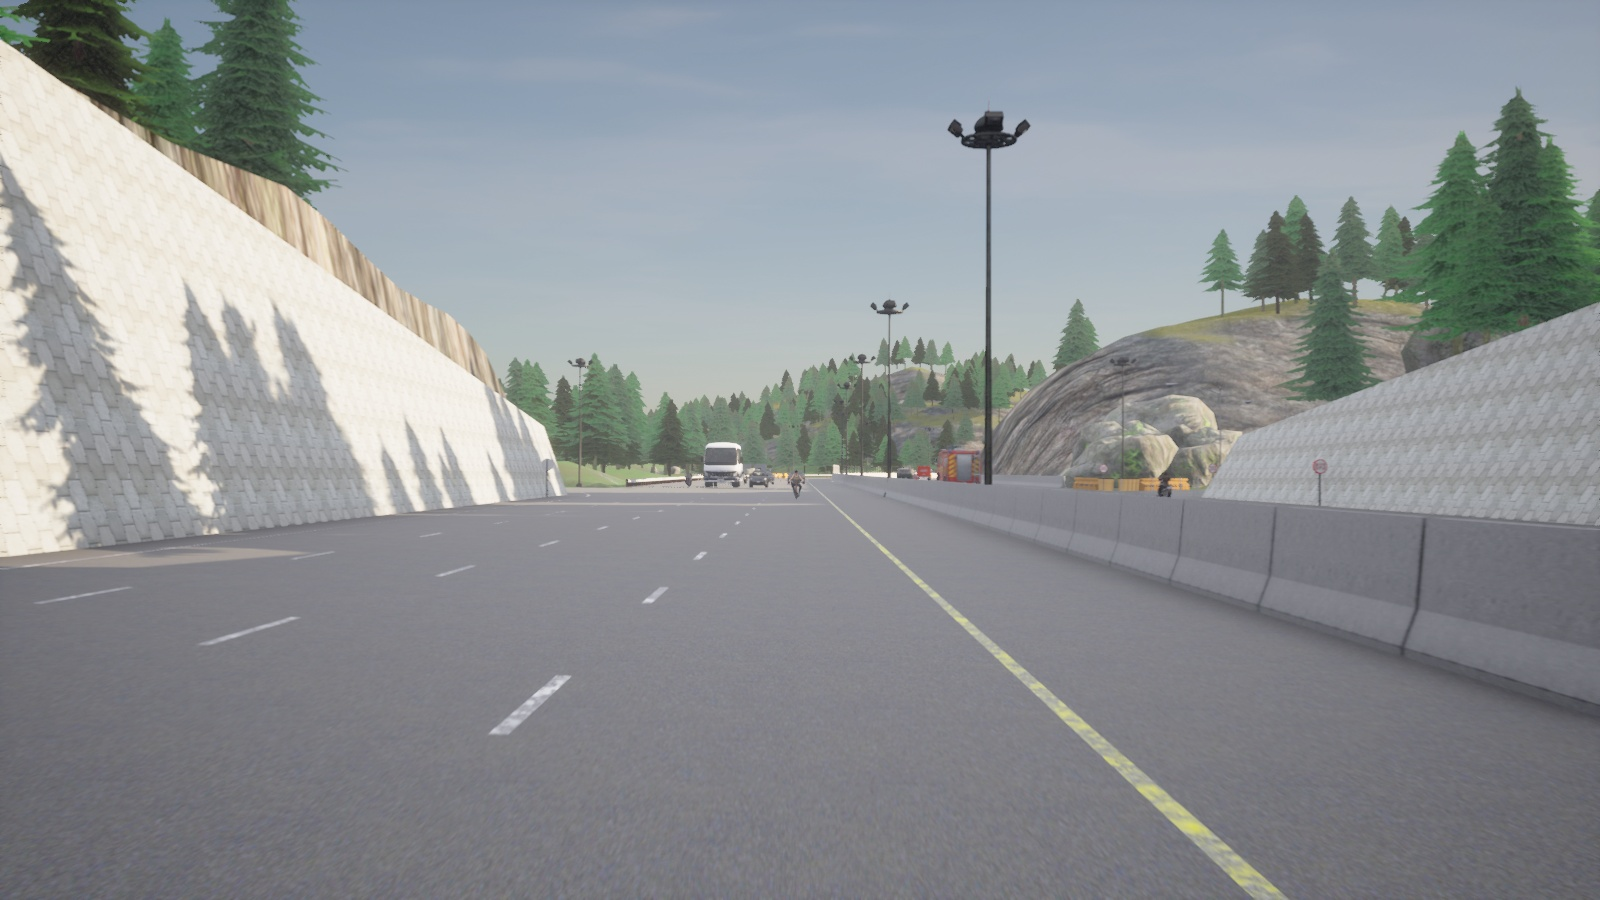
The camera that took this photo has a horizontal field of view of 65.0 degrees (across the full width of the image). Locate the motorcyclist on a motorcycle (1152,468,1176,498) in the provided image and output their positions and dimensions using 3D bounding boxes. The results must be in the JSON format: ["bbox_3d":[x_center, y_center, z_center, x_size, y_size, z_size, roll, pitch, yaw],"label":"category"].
[{"bbox_3d":[20.846,1.886,71.967,0.766,1.649,2.350,0,-1,1],"label":"motorcyclist on a motorcycle"}]
